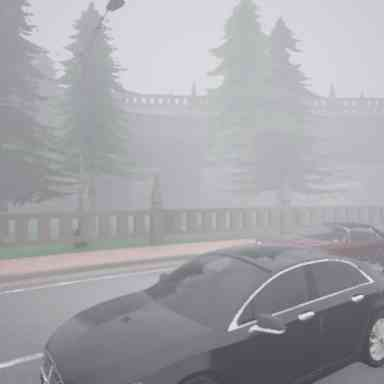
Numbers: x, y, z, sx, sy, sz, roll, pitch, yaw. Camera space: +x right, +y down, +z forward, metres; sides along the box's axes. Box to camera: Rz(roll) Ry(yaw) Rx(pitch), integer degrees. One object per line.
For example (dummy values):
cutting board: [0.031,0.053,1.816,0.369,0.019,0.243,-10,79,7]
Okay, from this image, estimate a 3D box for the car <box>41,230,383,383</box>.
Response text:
car: [0.759,1.500,4.232,4.892,1.490,1.837,1,0,-34]

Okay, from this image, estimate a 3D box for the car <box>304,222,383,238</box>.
car: [4.197,1.588,9.942,4.718,1.301,1.895,0,0,-25]
